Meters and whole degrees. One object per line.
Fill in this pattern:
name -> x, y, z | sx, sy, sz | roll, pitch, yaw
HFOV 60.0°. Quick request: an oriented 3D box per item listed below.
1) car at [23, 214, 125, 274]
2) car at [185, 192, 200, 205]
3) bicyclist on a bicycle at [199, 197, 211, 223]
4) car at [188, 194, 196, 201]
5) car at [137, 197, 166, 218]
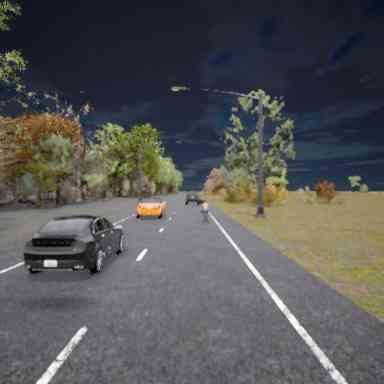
car -> -3.400, 1.462, 10.421 | 1.837, 1.490, 4.892 | 0, 0, 0
car -> 0.088, 1.000, 55.044 | 2.150, 2.045, 5.566 | 0, 0, 0
bicyclist on a bicycle -> 0.944, 1.341, 23.362 | 0.866, 1.612, 1.509 | 0, 0, 0
car -> 0.013, 1.178, 74.506 | 1.882, 1.535, 5.008 | 0, 0, 0
car -> -3.397, 1.235, 28.597 | 2.097, 1.767, 4.553 | 0, 0, 0
